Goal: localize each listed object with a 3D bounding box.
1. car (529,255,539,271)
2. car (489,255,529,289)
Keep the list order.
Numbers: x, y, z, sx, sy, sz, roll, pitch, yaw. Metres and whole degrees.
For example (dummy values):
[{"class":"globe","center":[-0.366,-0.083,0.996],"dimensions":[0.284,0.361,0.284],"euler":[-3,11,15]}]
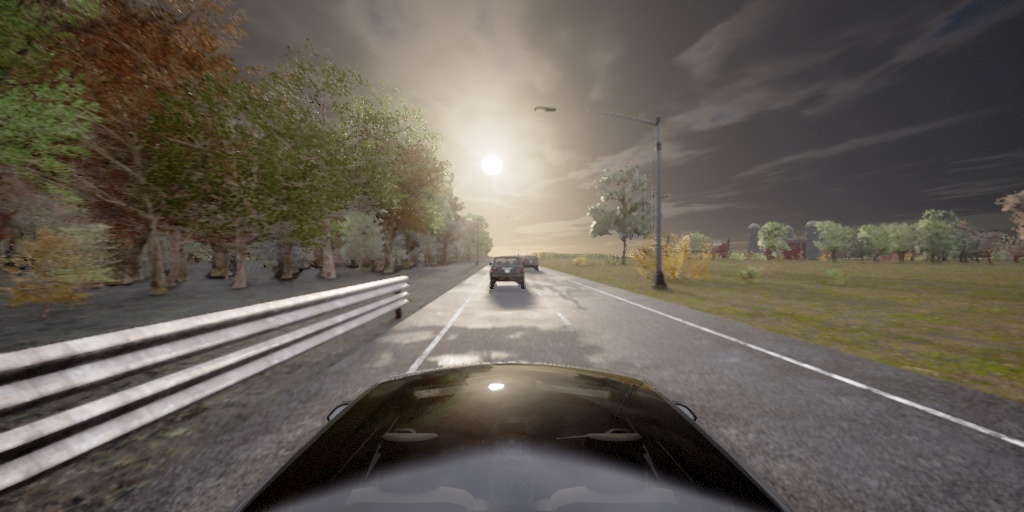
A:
[{"class":"car","center":[2.407,0.946,48.863],"dimensions":[2.150,2.045,5.566],"euler":[0,0,-2]},{"class":"car","center":[-0.327,0.972,23.551],"dimensions":[2.150,2.045,5.566],"euler":[0,0,-2]}]
